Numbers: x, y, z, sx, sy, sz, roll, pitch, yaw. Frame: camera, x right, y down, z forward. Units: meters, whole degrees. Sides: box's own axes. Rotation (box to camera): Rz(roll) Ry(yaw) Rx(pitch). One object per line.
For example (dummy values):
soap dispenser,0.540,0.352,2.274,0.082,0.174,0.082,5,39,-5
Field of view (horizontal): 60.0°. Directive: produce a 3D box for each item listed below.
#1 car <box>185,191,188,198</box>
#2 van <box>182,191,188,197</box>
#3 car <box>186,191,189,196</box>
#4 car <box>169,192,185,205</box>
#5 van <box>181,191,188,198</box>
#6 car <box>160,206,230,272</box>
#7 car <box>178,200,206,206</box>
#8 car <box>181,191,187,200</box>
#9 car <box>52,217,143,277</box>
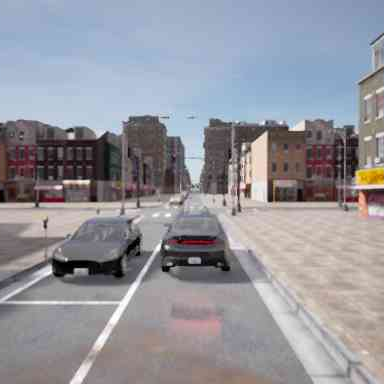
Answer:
car,-2.198,1.025,58.881,1.802,1.307,4.206,0,0,0
van,-1.950,0.539,92.510,1.690,1.788,3.998,0,0,0
car,-2.116,0.797,70.090,1.967,1.590,4.097,0,0,0
car,-2.281,1.063,47.501,1.752,1.417,4.829,0,1,0
van,-1.992,0.577,86.905,1.690,1.788,3.998,0,0,0
car,0.140,1.392,10.382,1.837,1.490,4.892,0,0,2
car,0.185,1.384,20.777,1.895,1.301,4.718,0,1,1
car,-2.239,1.033,53.275,1.887,1.381,4.507,0,1,0
car,-2.557,1.460,9.904,1.947,1.339,4.313,0,1,0
